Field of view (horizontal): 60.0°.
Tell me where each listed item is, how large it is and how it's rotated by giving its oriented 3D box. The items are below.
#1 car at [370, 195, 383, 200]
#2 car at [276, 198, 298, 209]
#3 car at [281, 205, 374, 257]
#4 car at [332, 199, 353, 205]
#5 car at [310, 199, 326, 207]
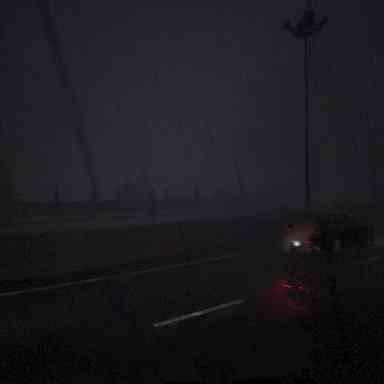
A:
[{"bbox_3d":[45.743,1.290,82.152,1.895,1.301,4.718,-1,0,9],"label":"car"},{"bbox_3d":[12.714,1.530,44.503,1.812,1.442,4.674,0,0,29],"label":"car"},{"bbox_3d":[5.339,1.476,12.870,4.892,1.490,1.837,0,0,-42],"label":"car"},{"bbox_3d":[17.764,1.549,39.244,1.895,1.301,4.718,-1,0,31],"label":"car"},{"bbox_3d":[16.567,1.575,44.193,1.895,1.301,4.718,-1,0,28],"label":"car"}]
